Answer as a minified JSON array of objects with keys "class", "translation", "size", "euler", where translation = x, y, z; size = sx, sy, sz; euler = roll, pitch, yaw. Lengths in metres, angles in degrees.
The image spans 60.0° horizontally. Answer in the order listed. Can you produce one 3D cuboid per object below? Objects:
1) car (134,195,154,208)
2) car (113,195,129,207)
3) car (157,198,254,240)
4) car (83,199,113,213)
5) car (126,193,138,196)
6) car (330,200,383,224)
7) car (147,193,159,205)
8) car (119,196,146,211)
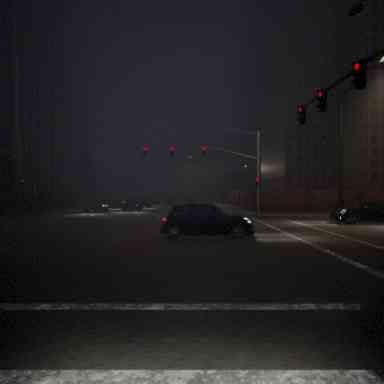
[{"class":"car","translation":[-7.193,1.526,49.595],"size":[1.812,1.442,4.674],"euler":[0,0,0]},{"class":"car","translation":[-10.695,1.547,47.582],"size":[2.033,1.411,5.357],"euler":[0,0,0]},{"class":"car","translation":[0.747,1.352,16.544],"size":[4.553,1.767,2.097],"euler":[0,0,-1]},{"class":"car","translation":[-10.713,1.547,37.507],"size":[2.033,1.411,5.357],"euler":[0,0,-3]},{"class":"car","translation":[-10.678,1.221,58.272],"size":[2.150,2.045,5.566],"euler":[0,0,0]},{"class":"car","translation":[12.364,1.352,23.844],"size":[4.553,1.767,2.097],"euler":[0,0,0]},{"class":"car","translation":[-7.168,1.221,60.122],"size":[2.150,2.045,5.566],"euler":[0,0,1]},{"class":"car","translation":[-7.163,1.526,40.501],"size":[1.812,1.442,4.674],"euler":[0,0,-1]}]
